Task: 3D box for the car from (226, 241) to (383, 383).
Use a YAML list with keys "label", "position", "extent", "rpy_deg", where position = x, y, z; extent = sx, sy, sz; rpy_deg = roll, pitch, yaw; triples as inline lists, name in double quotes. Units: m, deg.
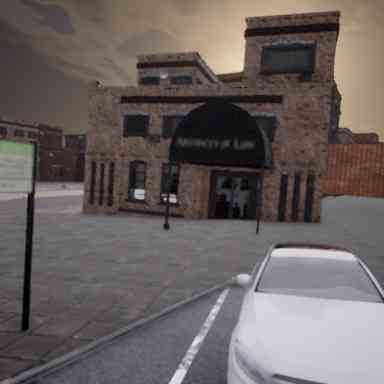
- label: "car"
  position: [1.680, 1.508, 4.725]
  extent: [2.002, 1.452, 4.674]
  rpy_deg: [1, -1, 15]
